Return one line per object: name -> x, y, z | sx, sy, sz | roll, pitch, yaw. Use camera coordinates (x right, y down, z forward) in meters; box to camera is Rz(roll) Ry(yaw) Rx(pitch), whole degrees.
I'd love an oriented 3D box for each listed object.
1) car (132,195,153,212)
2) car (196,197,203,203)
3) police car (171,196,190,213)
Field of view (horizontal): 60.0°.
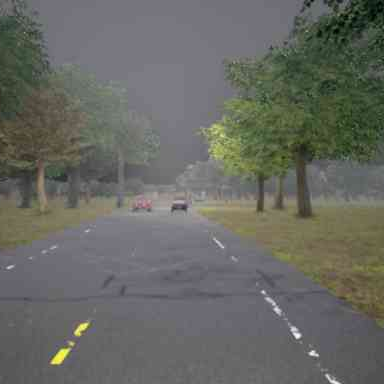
car -> -6.209, 1.470, 42.231 | 2.150, 2.045, 5.566 | 0, 0, -1
car -> 2.169, 2.178, 95.541 | 2.097, 1.767, 4.553 | 0, -1, 12
police car -> -1.601, 1.657, 41.472 | 1.930, 1.638, 5.238 | 0, -1, -2
